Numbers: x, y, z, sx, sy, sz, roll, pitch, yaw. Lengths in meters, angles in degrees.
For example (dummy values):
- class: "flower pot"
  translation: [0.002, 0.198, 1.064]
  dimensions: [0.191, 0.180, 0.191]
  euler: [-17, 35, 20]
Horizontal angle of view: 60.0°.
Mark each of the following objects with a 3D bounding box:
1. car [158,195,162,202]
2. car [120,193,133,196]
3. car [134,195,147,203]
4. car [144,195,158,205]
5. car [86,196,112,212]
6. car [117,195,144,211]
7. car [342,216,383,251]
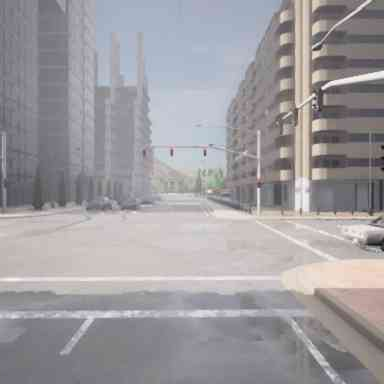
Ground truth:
- class: "car"
  translation: [-7.533, 1.460, 72.779]
  dimensions: [2.033, 1.411, 5.357]
  euler: [0, 0, 0]
- class: "car"
  translation: [-11.000, 1.190, 55.282]
  dimensions: [2.150, 2.045, 5.566]
  euler: [0, 0, -2]
- class: "car"
  translation: [-11.022, 1.458, 71.333]
  dimensions: [2.128, 1.511, 4.902]
  euler: [0, 0, 0]
- class: "car"
  translation: [-7.494, 1.517, 56.576]
  dimensions: [2.033, 1.411, 5.357]
  euler: [0, 0, 0]
- class: "car"
  translation: [-10.881, 1.331, 39.035]
  dimensions: [2.097, 1.767, 4.553]
  euler: [0, 0, 0]
- class: "car"
  translation: [-7.389, 1.479, 40.210]
  dimensions: [1.837, 1.490, 4.892]
  euler: [0, 1, 0]
- class: "car"
  translation: [8.783, 1.650, 13.419]
  dimensions: [4.718, 1.301, 1.895]
  euler: [0, 0, -1]
